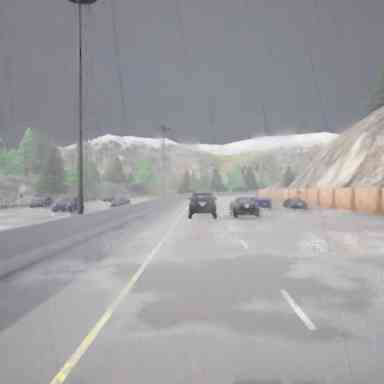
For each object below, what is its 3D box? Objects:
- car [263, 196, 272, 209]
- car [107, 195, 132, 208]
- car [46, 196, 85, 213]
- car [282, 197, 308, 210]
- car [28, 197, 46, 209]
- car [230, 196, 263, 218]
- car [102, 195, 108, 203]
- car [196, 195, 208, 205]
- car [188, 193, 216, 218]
[{"bbox_3d":[8.212,1.223,39.688,1.882,1.535,5.008,0,0,2],"label":"car"},{"bbox_3d":[-9.334,1.335,44.231,1.837,1.490,4.892,0,1,2],"label":"car"},{"bbox_3d":[-13.087,1.252,35.271,2.097,1.767,4.553,0,0,2],"label":"car"},{"bbox_3d":[11.661,1.297,37.799,1.994,1.385,4.181,0,0,2],"label":"car"},{"bbox_3d":[-19.827,1.398,44.182,1.837,1.490,4.892,0,1,2],"label":"car"},{"bbox_3d":[4.407,1.178,28.350,2.097,1.767,4.553,0,0,2],"label":"car"},{"bbox_3d":[-15.740,1.303,64.301,2.033,1.411,5.357,0,0,2],"label":"car"},{"bbox_3d":[1.541,1.249,52.088,1.812,1.442,4.674,0,0,2],"label":"car"},{"bbox_3d":[0.884,1.070,28.026,2.150,2.045,5.566,0,0,2],"label":"car"}]
